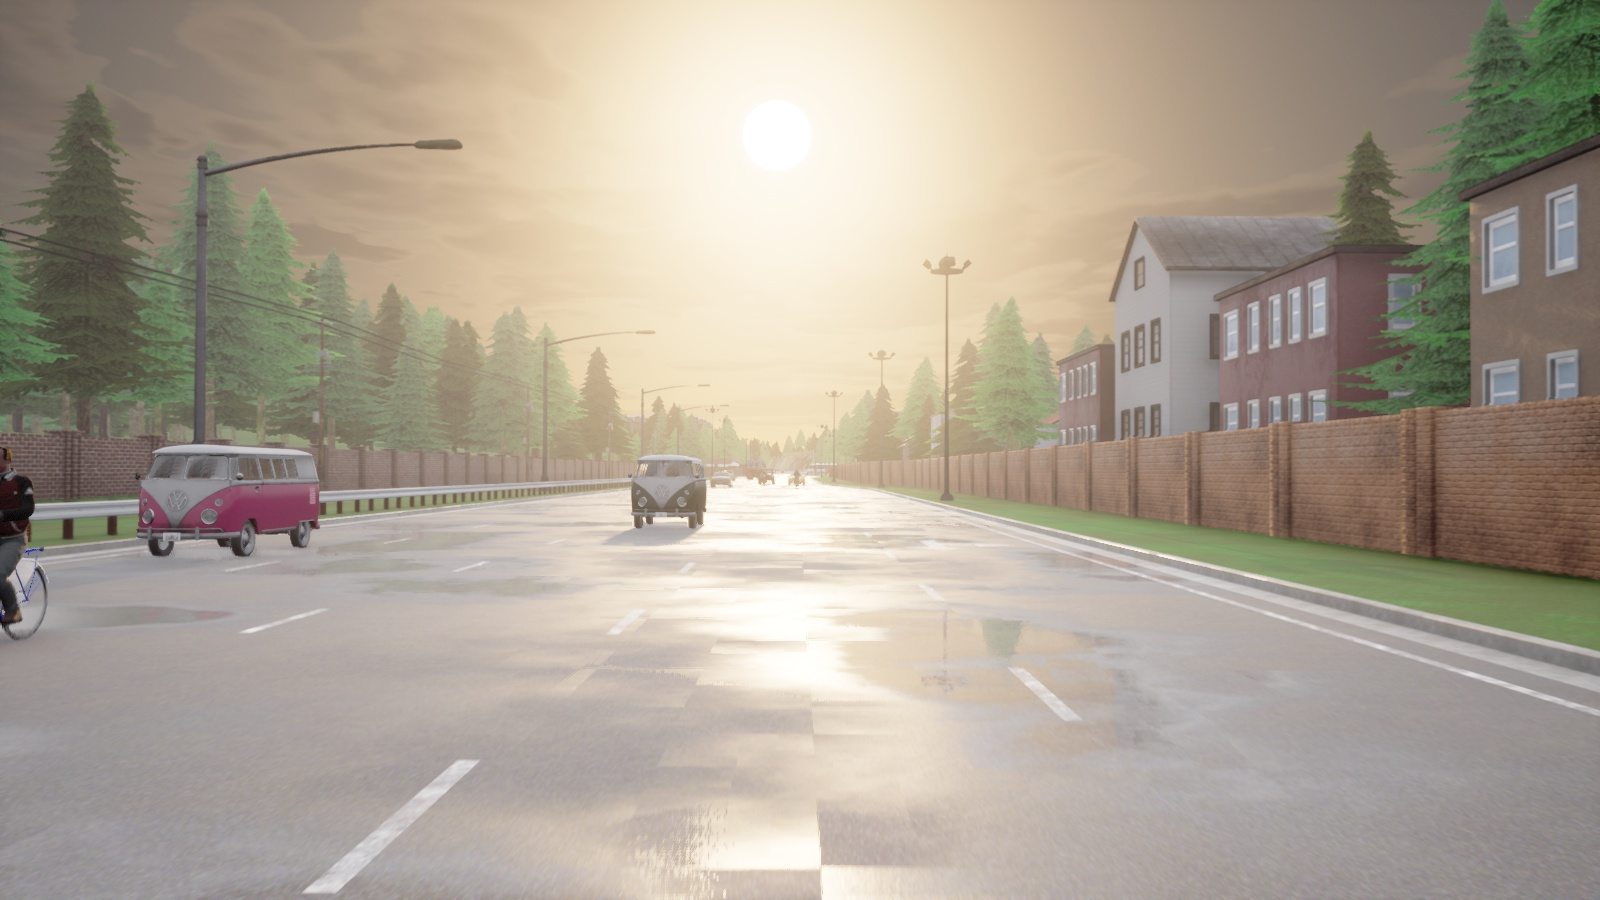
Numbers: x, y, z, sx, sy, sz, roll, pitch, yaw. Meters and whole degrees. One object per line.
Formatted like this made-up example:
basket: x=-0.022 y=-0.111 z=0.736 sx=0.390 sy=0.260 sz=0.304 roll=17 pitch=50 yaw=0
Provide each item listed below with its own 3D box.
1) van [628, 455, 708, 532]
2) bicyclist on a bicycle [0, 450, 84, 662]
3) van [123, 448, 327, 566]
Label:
van: x=-3.587 y=1.165 z=34.801 sx=1.775 sy=1.987 sz=4.442 roll=0 pitch=-1 yaw=0
bicyclist on a bicycle: x=-7.027 y=0.894 z=10.809 sx=0.659 sy=1.776 sz=1.843 roll=0 pitch=-1 yaw=0
van: x=-10.559 y=1.003 z=23.459 sx=1.775 sy=1.987 sz=4.442 roll=0 pitch=-1 yaw=0
